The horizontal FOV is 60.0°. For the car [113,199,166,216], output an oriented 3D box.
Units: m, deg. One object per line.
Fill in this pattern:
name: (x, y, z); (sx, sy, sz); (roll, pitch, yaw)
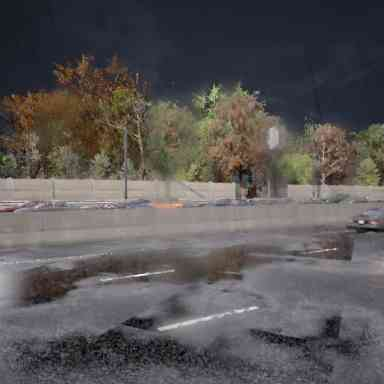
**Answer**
car: (-5.216, 1.505, 33.212); (4.892, 1.490, 1.837); (0, 0, -30)

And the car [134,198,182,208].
car: (-3.112, 1.352, 30.391); (4.553, 1.767, 2.097); (0, 0, -30)

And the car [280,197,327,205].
car: (13.487, 1.493, 40.096); (4.902, 1.511, 2.128); (0, 0, -30)

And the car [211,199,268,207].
car: (5.080, 1.548, 35.182); (5.357, 1.411, 2.033); (0, 0, -31)

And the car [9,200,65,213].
car: (-11.098, 1.492, 25.722); (4.902, 1.511, 2.128); (0, 0, -30)

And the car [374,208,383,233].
car: (9.974, 1.491, 13.483); (4.902, 1.511, 2.128); (0, 0, -30)

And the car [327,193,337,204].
car: (21.033, 1.229, 48.557); (5.566, 2.045, 2.150); (0, 0, -30)

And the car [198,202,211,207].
car: (3.222, 1.548, 38.156); (5.357, 1.411, 2.033); (0, 0, -30)

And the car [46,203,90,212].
car: (-7.577, 1.601, 23.731); (4.718, 1.301, 1.895); (0, 0, -30)

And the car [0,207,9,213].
car: (-13.590, 1.478, 28.322); (5.008, 1.535, 1.882); (0, 0, -30)

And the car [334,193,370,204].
car: (22.007, 1.358, 45.076); (4.553, 1.767, 2.097); (0, 0, -30)

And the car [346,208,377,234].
car: (10.617, 1.547, 17.904); (5.357, 1.411, 2.033); (0, 0, -30)

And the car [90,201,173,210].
car: (-3.929, 1.525, 21.810); (4.674, 1.442, 1.812); (0, 0, -30)

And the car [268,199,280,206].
car: (12.106, 1.550, 43.341); (5.357, 1.411, 2.033); (0, 0, -30)
